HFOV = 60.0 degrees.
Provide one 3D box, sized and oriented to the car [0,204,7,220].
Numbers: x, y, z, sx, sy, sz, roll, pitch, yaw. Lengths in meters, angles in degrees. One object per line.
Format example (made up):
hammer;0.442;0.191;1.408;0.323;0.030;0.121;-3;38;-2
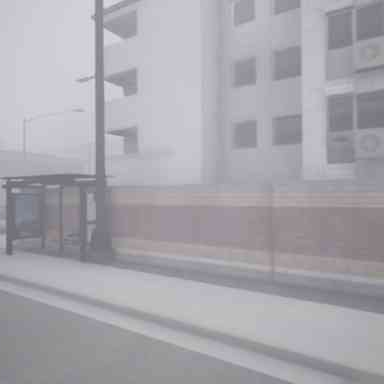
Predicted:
car;-15.375;1.608;25.626;1.994;1.385;4.181;-1;1;31
